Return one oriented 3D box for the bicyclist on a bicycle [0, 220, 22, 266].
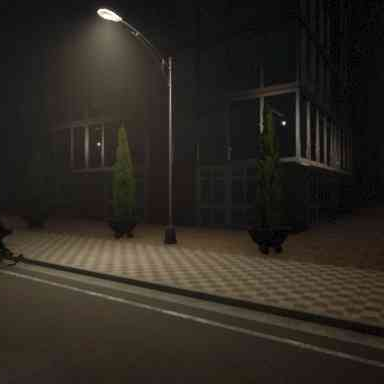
[{"bbox_3d":[-5.655,1.408,9.502,0.582,1.620,1.656,0,0,33],"label":"bicyclist on a bicycle"}]
